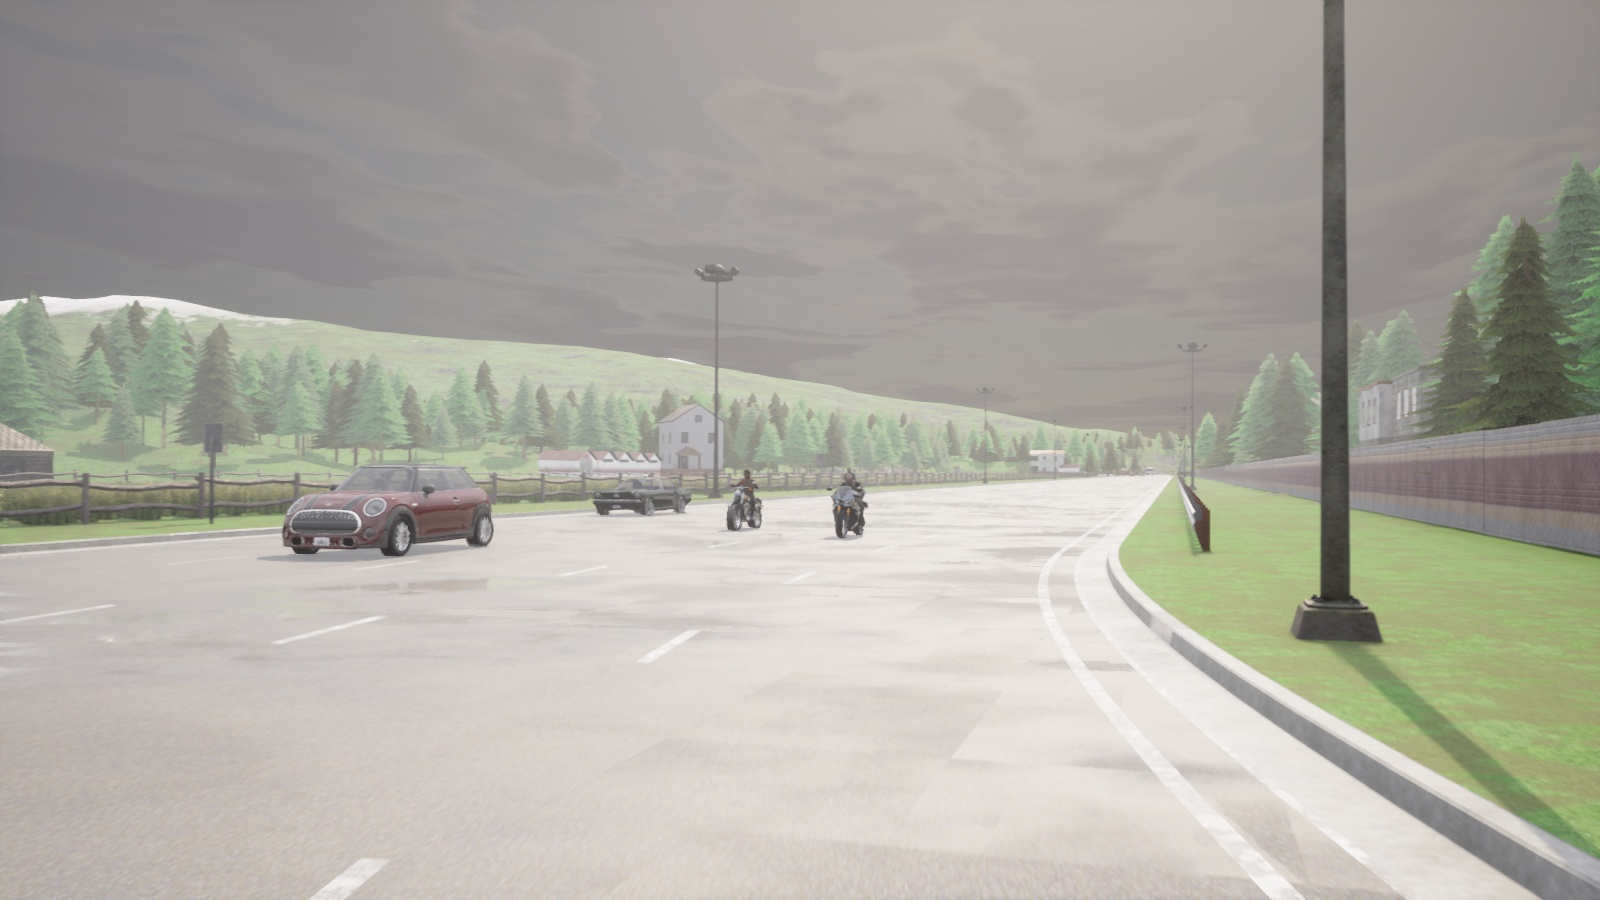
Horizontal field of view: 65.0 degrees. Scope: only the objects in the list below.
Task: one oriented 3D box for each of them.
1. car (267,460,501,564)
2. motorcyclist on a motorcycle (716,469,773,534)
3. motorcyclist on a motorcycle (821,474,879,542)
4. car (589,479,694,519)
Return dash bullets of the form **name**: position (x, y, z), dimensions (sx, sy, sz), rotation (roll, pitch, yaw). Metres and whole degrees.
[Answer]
- **car**: position (-7.705, 1.097, 23.805), dimensions (2.097, 1.767, 4.553), rotation (0, -1, 14)
- **motorcyclist on a motorcycle**: position (-1.443, 1.325, 33.166), dimensions (0.766, 1.649, 2.350), rotation (0, -1, 17)
- **motorcyclist on a motorcycle**: position (1.214, 1.345, 29.844), dimensions (0.866, 1.530, 2.191), rotation (0, -1, 17)
- **car**: position (-5.484, 1.671, 44.034), dimensions (1.895, 1.301, 4.718), rotation (0, -1, 17)
